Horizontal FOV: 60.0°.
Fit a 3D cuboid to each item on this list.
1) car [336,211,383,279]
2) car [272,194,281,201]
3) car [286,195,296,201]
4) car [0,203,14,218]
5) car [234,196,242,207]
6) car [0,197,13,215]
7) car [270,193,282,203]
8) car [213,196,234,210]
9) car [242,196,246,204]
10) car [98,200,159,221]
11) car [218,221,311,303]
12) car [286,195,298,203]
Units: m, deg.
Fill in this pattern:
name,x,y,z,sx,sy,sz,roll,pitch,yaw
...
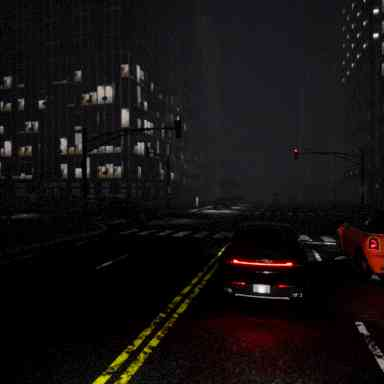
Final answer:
name,x,y,z,sx,sy,sz,roll,pitch,yaw
car,5.734,1.347,9.962,2.097,1.767,4.553,0,0,15
car,20.398,1.235,80.329,1.882,1.535,5.008,0,0,14
car,23.546,1.465,79.517,2.033,1.411,5.357,0,0,14
car,-16.744,1.434,27.237,4.313,1.339,1.947,1,1,16
car,6.260,1.470,51.885,1.837,1.490,4.892,0,0,14
car,-19.358,1.271,30.783,5.008,1.535,1.882,0,1,16
car,17.808,1.157,70.269,2.150,2.045,5.566,0,0,14
car,3.943,1.501,42.880,1.812,1.442,4.674,0,0,14
car,8.856,1.480,61.838,1.812,1.442,4.674,0,0,15
car,-5.097,1.403,26.803,5.008,1.535,1.882,0,1,16
car,1.862,1.501,8.362,1.837,1.490,4.892,0,0,14
car,20.976,1.463,69.517,2.128,1.511,4.902,0,0,14
